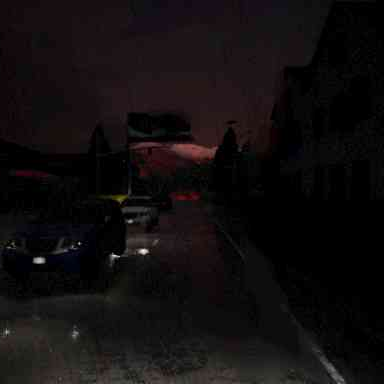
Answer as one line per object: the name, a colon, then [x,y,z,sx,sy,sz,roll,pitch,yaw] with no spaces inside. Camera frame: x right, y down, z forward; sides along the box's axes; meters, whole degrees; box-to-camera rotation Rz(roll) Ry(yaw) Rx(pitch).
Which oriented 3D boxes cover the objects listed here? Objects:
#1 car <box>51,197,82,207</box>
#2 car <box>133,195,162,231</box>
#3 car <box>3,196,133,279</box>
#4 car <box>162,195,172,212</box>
car: [-21.785,1.784,57.968,4.611,1.667,2.242,0,0,0]
car: [-3.404,1.267,21.204,2.150,2.045,5.566,0,0,0]
car: [-3.535,1.243,10.484,2.150,2.045,5.566,0,0,0]
car: [-5.071,1.432,40.158,5.566,2.045,2.150,0,-1,26]
